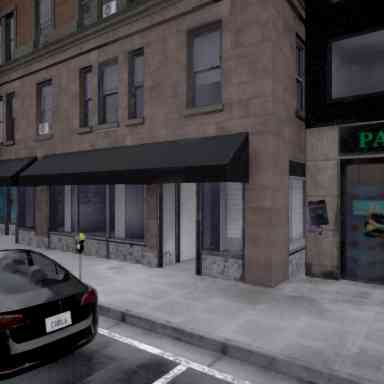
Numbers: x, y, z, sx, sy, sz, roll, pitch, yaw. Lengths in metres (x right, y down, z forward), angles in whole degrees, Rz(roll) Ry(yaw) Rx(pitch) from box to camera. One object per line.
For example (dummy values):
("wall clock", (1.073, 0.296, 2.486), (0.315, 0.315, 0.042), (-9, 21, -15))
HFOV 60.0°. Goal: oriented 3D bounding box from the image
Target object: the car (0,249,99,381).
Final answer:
("car", (-3.266, 1.566, 5.138), (4.313, 1.339, 1.947), (0, 0, 36))
